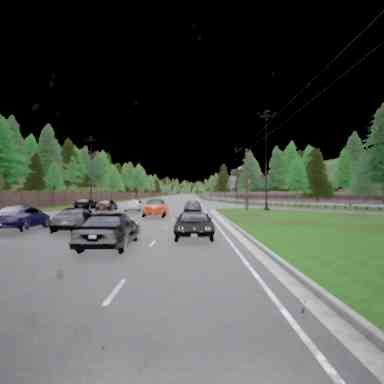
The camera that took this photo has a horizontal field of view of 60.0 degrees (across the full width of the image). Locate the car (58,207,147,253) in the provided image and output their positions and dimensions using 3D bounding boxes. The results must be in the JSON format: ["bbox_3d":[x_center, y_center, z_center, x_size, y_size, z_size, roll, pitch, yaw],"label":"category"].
[{"bbox_3d":[-3.400,1.588,13.879,2.033,1.411,5.357,0,0,0],"label":"car"}]

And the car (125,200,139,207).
[{"bbox_3d":[-6.903,1.644,40.291,1.812,1.442,4.674,0,0,0],"label":"car"}]

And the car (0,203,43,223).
[{"bbox_3d":[-13.959,1.644,26.802,1.994,1.385,4.181,0,0,1],"label":"car"}]

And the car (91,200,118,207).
[{"bbox_3d":[-10.403,1.645,40.692,1.812,1.442,4.674,0,0,0],"label":"car"}]

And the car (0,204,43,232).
[{"bbox_3d":[-10.399,1.586,20.272,1.812,1.442,4.674,0,0,0],"label":"car"}]

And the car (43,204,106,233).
[{"bbox_3d":[-6.900,1.624,20.031,1.994,1.385,4.181,0,0,0],"label":"car"}]

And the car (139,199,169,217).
[{"bbox_3d":[-3.426,1.445,31.949,2.097,1.767,4.553,0,0,0],"label":"car"}]

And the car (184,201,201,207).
[{"bbox_3d":[0.096,1.678,38.588,1.994,1.385,4.181,0,0,0],"label":"car"}]

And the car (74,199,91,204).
[{"bbox_3d":[-13.911,1.606,43.627,1.882,1.535,5.008,0,0,0],"label":"car"}]

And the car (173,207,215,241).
[{"bbox_3d":[0.101,1.651,16.926,1.895,1.301,4.718,0,0,0],"label":"car"}]
